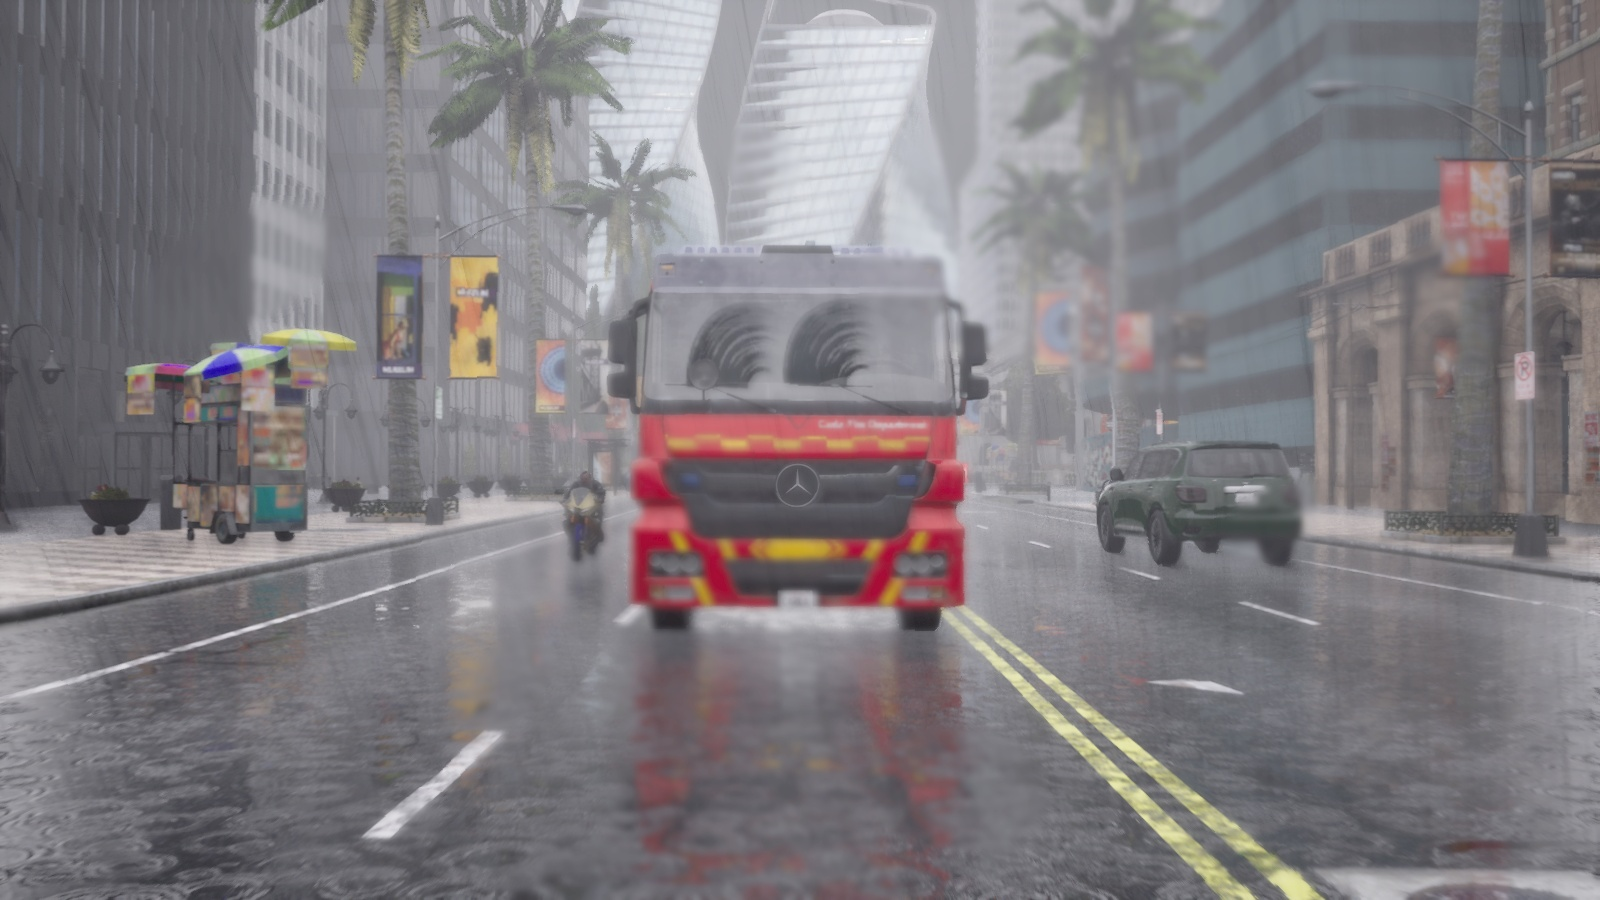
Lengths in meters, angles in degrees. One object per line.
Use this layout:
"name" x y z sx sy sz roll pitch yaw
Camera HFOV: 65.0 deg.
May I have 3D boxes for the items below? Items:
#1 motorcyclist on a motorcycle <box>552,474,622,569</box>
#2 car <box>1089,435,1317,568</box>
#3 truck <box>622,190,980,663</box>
"motorcyclist on a motorcycle" -3.627 1.186 21.585 0.866 1.530 2.191 0 -1 -1
"car" 6.860 0.836 22.153 2.150 2.045 5.566 0 -1 -1
"truck" -0.044 -0.138 14.416 2.891 3.827 8.468 0 -1 -1
